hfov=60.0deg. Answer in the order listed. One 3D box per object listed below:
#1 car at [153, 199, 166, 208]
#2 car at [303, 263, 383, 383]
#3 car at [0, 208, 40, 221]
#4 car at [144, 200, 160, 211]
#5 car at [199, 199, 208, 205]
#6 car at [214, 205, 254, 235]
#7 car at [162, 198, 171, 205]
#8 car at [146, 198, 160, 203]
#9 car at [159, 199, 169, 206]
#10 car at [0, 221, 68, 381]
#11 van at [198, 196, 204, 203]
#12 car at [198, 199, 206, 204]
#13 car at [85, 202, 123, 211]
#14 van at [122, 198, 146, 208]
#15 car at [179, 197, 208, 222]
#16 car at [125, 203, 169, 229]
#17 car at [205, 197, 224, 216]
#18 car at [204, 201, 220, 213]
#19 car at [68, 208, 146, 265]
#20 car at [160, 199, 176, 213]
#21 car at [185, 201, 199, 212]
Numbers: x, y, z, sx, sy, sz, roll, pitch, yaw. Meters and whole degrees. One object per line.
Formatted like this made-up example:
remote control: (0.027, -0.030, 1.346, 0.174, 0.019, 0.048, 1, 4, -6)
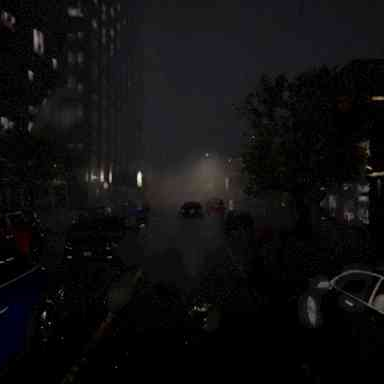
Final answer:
car: (-5.821, 2.066, 59.575, 1.887, 1.381, 4.507, -1, 0, 0)
car: (2.801, 1.588, 4.238, 2.008, 1.369, 4.403, -1, 0, 0)
car: (-5.824, 1.397, 9.038, 2.192, 1.841, 5.009, -1, 0, 0)
car: (-5.798, 1.949, 48.336, 1.752, 1.417, 4.829, -1, 0, 0)
car: (2.526, 2.228, 76.183, 1.947, 1.339, 4.313, -1, 0, 0)
car: (2.651, 1.727, 20.105, 2.008, 1.369, 4.403, -1, 0, 0)
car: (-5.854, 2.188, 76.008, 1.752, 1.417, 4.829, -1, 0, 0)
car: (-5.790, 1.692, 42.973, 2.192, 1.841, 5.009, -1, 0, 0)
car: (-5.843, 2.140, 70.474, 1.752, 1.417, 4.829, -1, 0, 0)
car: (-3.104, 1.382, 3.144, 2.097, 1.767, 4.553, 0, 0, 0)
van: (2.489, 2.147, 92.788, 1.690, 1.788, 3.998, -1, 0, 0)
car: (2.516, 2.292, 81.717, 1.802, 1.307, 4.206, -1, 0, 0)
car: (-5.754, 1.619, 20.106, 1.967, 1.590, 4.097, -1, 0, 0)
van: (-5.768, 1.622, 31.904, 1.690, 1.788, 3.998, -1, 0, 0)
car: (0.015, 1.607, 29.096, 2.097, 1.767, 4.553, 0, -1, 0)
car: (-3.100, 1.759, 23.970, 2.033, 1.411, 5.357, 0, -1, 1)
car: (2.601, 1.642, 37.446, 2.192, 1.841, 5.009, -1, 0, 0)
car: (2.593, 1.901, 43.148, 1.752, 1.417, 4.829, -1, 0, 0)
car: (-3.118, 1.588, 12.397, 1.882, 1.535, 5.008, 0, 0, 0)
car: (-3.092, 1.926, 43.284, 2.033, 1.411, 5.357, 0, -1, 0)
car: (-0.018, 1.922, 45.458, 1.812, 1.442, 4.674, 0, -1, 0)
